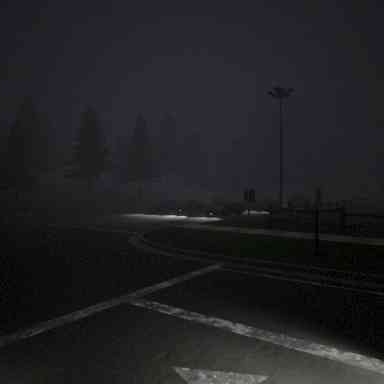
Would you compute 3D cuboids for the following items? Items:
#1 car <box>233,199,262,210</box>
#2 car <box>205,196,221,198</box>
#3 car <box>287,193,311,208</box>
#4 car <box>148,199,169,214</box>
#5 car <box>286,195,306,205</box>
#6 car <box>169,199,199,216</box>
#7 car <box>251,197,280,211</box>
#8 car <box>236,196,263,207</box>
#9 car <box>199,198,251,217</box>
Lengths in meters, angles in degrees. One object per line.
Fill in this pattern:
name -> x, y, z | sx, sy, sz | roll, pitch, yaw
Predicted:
car -> 7.300, 1.601, 43.277 | 1.895, 1.301, 4.718 | 0, 0, 35
car -> 2.392, 1.352, 42.384 | 2.097, 1.767, 4.553 | 0, 0, 35
car -> 16.005, 1.223, 49.525 | 2.150, 2.045, 5.566 | 0, 0, 36
car -> -2.659, 1.526, 35.167 | 1.812, 1.442, 4.674 | 0, 0, 35
car -> 18.405, 1.381, 58.905 | 2.097, 1.767, 4.553 | 0, 0, 35
car -> 0.050, 1.564, 32.968 | 1.994, 1.385, 4.181 | 0, 0, 35
car -> 9.028, 1.525, 39.643 | 1.812, 1.442, 4.674 | 0, 0, 35
car -> 9.026, 1.491, 51.792 | 2.128, 1.511, 4.902 | 0, 0, 35
car -> 3.196, 1.547, 31.359 | 2.033, 1.411, 5.357 | 0, 0, 35
